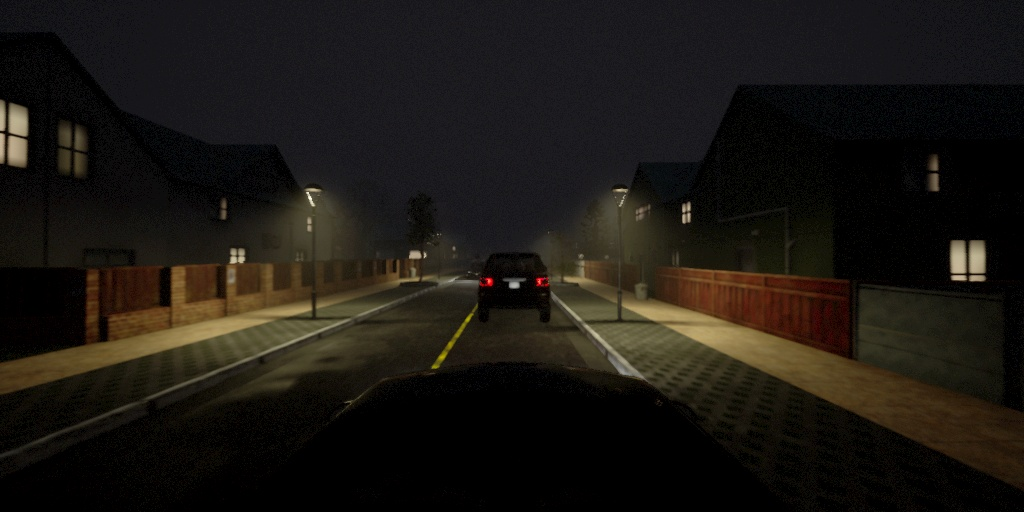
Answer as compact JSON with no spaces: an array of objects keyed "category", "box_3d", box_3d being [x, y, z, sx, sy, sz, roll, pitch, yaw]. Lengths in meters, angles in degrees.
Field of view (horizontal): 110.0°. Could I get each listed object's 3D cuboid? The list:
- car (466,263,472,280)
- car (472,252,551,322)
[{"category":"car","box_3d":[-2.841,1.229,31.323,1.837,1.490,4.892,0,0,0]},{"category":"car","box_3d":[0.077,0.944,12.408,2.150,2.045,5.566,0,-1,0]}]
